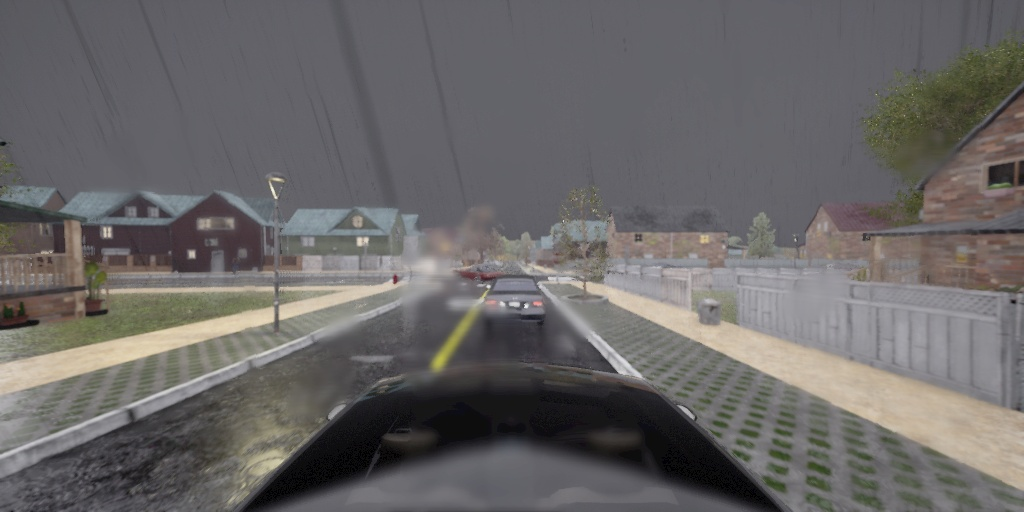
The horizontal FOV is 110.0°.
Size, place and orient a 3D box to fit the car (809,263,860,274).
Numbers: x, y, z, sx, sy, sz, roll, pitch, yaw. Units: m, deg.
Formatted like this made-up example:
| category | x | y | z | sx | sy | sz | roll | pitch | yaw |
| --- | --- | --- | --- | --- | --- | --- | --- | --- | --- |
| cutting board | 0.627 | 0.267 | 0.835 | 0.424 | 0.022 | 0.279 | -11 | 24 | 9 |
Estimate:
| category | x | y | z | sx | sy | sz | roll | pitch | yaw |
| --- | --- | --- | --- | --- | --- | --- | --- | --- | --- |
| car | 29.270 | 1.369 | 32.449 | 4.674 | 1.442 | 1.812 | 0 | 3 | 10 |

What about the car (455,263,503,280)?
| category | x | y | z | sx | sy | sz | roll | pitch | yaw |
| --- | --- | --- | --- | --- | --- | --- | --- | --- | --- |
| car | -2.903 | 1.504 | 30.323 | 1.895 | 1.301 | 4.718 | 0 | 2 | -40 |

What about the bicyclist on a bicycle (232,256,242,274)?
| category | x | y | z | sx | sy | sz | roll | pitch | yaw |
| --- | --- | --- | --- | --- | --- | --- | --- | --- | --- |
| bicyclist on a bicycle | -24.878 | 0.844 | 32.488 | 0.582 | 1.620 | 1.656 | 0 | 3 | -16 |

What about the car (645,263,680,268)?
| category | x | y | z | sx | sy | sz | roll | pitch | yaw |
| --- | --- | --- | --- | --- | --- | --- | --- | --- | --- |
| car | 13.964 | 1.333 | 34.021 | 4.181 | 1.385 | 1.994 | 0 | 3 | 3 |

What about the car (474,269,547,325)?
| category | x | y | z | sx | sy | sz | roll | pitch | yaw |
| --- | --- | --- | --- | --- | --- | --- | --- | --- | --- |
| car | 0.101 | 1.316 | 11.842 | 2.033 | 1.411 | 5.357 | 0 | 0 | 0 |

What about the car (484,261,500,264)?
| category | x | y | z | sx | sy | sz | roll | pitch | yaw |
| --- | --- | --- | --- | --- | --- | --- | --- | --- | --- |
| car | -2.842 | 1.386 | 44.557 | 1.837 | 1.490 | 4.892 | 0 | 0 | 0 |

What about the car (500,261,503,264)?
| category | x | y | z | sx | sy | sz | roll | pitch | yaw |
| --- | --- | --- | --- | --- | --- | --- | --- | --- | --- |
| car | -2.825 | 1.478 | 57.625 | 1.812 | 1.442 | 4.674 | 0 | -1 | 0 |
